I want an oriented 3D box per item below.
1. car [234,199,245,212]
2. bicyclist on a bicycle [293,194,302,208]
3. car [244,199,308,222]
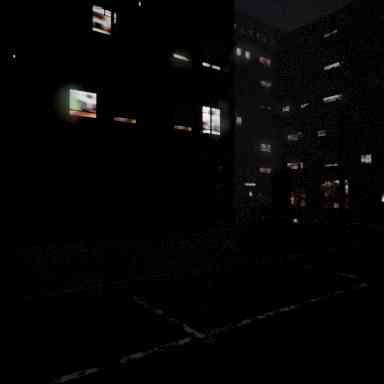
[{"bbox_3d":[5.085,1.318,30.210,1.895,1.301,4.718,0,1,-36],"label":"car"},{"bbox_3d":[11.514,1.011,36.229,1.656,1.620,0.582,0,1,-36],"label":"bicyclist on a bicycle"},{"bbox_3d":[6.267,1.342,24.208,2.008,1.369,4.403,1,0,-36],"label":"car"}]
